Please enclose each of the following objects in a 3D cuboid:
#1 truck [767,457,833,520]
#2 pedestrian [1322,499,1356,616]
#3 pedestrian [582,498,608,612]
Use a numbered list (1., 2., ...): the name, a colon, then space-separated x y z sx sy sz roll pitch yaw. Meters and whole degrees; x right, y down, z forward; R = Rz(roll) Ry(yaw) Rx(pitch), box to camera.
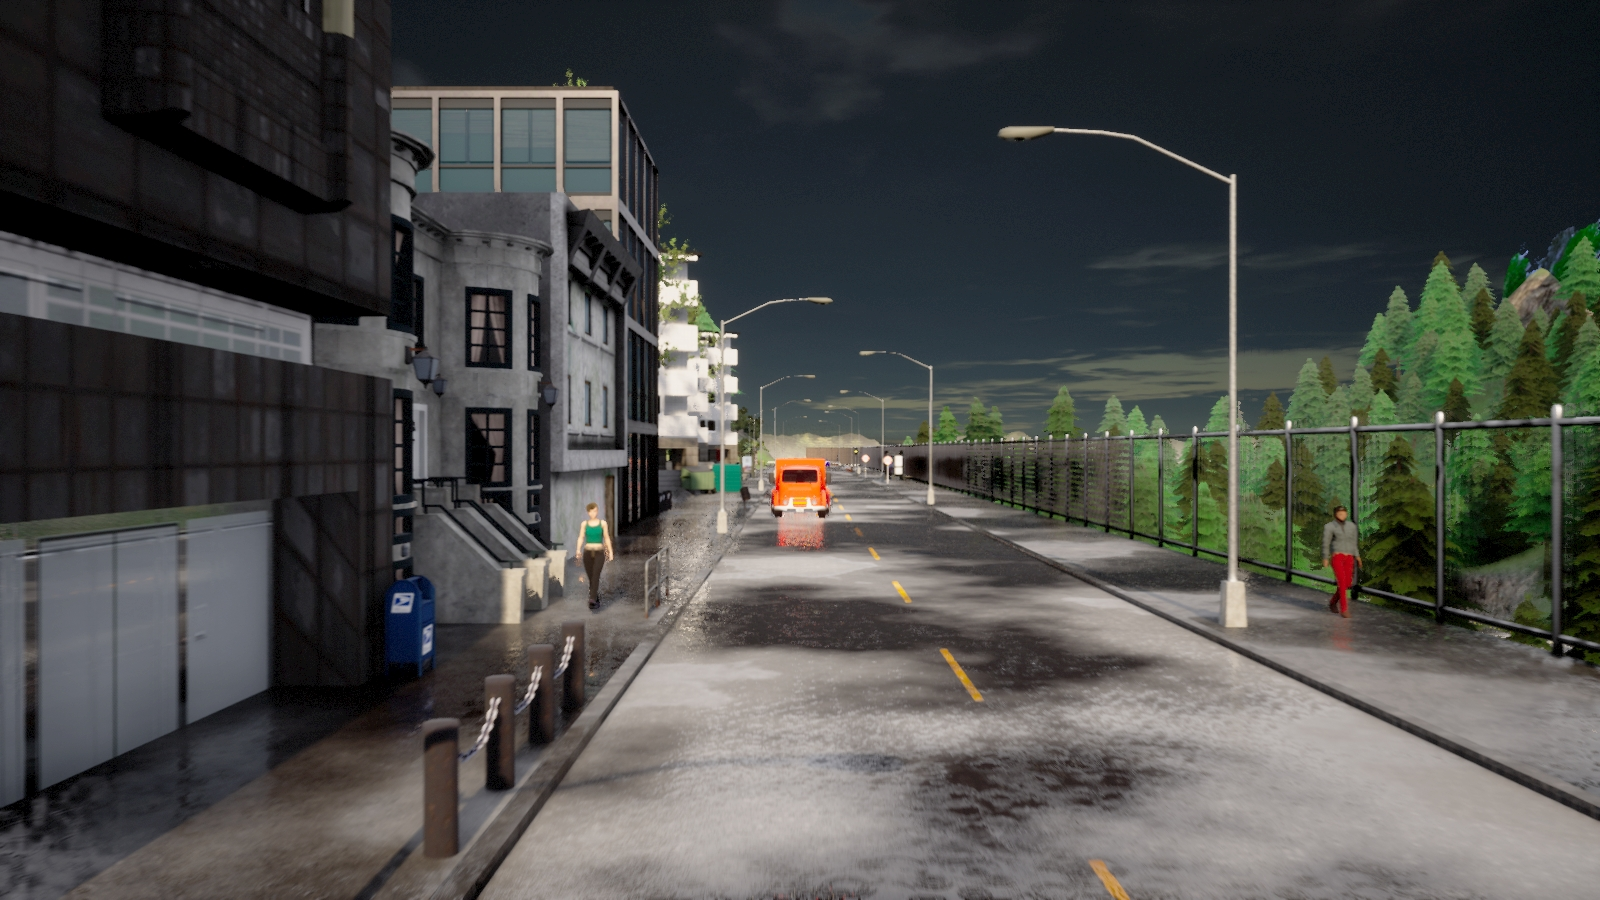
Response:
1. truck: 0.021 1.562 48.327 2.627 2.467 5.204 0 0 1
2. pedestrian: 8.763 1.742 18.581 0.375 1.860 0.375 0 0 3
3. pedestrian: -3.417 1.742 19.048 0.375 1.860 0.375 0 0 0
